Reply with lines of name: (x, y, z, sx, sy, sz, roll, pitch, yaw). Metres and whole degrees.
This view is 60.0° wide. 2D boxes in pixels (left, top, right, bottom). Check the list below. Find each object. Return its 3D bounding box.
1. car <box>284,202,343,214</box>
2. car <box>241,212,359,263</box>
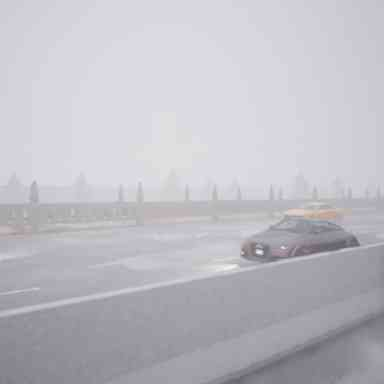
car: (8.352, 1.479, 22.841, 5.008, 1.535, 1.882, 0, 0, -35)
car: (3.587, 1.565, 10.850, 4.181, 1.385, 1.994, 0, 0, -35)
